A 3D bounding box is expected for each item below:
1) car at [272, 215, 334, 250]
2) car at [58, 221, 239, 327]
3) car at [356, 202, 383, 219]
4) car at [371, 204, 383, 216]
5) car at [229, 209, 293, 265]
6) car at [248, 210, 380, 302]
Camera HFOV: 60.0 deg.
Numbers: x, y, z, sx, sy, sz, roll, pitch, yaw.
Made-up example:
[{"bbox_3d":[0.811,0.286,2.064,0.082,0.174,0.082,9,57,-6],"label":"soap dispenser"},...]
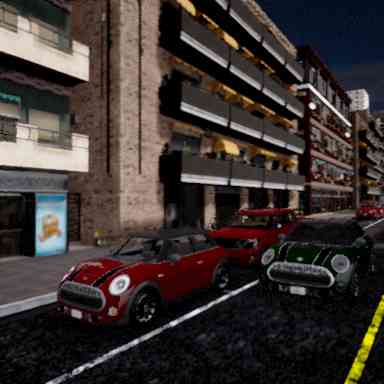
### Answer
[{"bbox_3d":[5.652,1.906,16.597,1.802,1.307,4.206,-1,-1,35],"label":"car"},{"bbox_3d":[-0.844,1.607,7.387,1.967,1.590,4.097,-1,-1,35],"label":"car"},{"bbox_3d":[18.642,1.953,35.026,2.192,1.841,5.009,-1,-1,35],"label":"car"},{"bbox_3d":[25.138,2.338,44.234,1.887,1.381,4.507,-1,-1,35],"label":"car"},{"bbox_3d":[2.404,1.561,11.996,2.192,1.841,5.009,-1,-1,35],"label":"car"},{"bbox_3d":[3.509,1.526,8.919,2.097,1.767,4.553,-1,-1,35],"label":"car"}]
